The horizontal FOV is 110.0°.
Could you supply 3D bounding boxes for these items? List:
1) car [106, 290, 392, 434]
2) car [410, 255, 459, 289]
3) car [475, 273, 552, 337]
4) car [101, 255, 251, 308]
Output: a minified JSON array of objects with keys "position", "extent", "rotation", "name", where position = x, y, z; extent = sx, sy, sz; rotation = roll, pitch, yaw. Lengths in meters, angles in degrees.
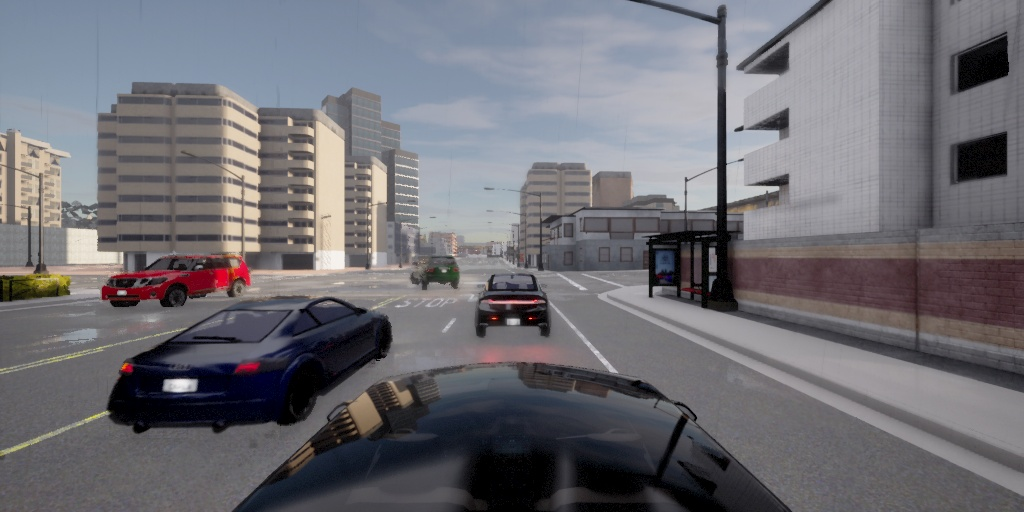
[{"position":[-3.447,1.314,5.730],"extent":[1.994,1.385,4.181],"rotation":[0,0,0],"name":"car"},{"position":[-5.086,0.986,23.383],"extent":[2.150,2.045,5.566],"rotation":[1,-1,-24],"name":"car"},{"position":[0.010,1.242,10.337],"extent":[2.128,1.511,4.902],"rotation":[0,0,-1],"name":"car"},{"position":[-14.149,0.967,15.702],"extent":[2.150,2.045,5.566],"rotation":[0,0,-1],"name":"car"}]
